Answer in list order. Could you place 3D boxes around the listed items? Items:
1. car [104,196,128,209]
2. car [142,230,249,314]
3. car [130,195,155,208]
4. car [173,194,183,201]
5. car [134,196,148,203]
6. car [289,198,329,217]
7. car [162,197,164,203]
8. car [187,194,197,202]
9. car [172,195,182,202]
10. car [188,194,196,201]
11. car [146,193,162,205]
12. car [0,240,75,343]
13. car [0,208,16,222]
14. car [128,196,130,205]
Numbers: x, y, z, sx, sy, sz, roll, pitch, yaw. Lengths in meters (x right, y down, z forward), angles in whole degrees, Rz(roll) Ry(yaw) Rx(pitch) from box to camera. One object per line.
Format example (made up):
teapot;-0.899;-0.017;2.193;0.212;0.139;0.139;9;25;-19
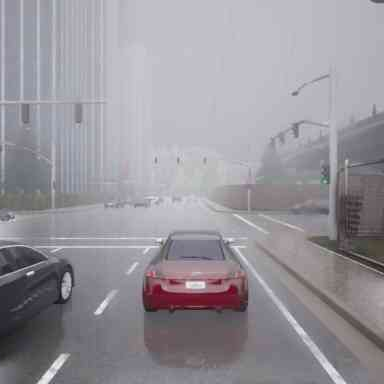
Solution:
car;-10.603;1.491;45.382;2.128;1.511;4.902;0;0;0
car;0.070;1.564;7.708;1.994;1.385;4.181;0;0;0
car;-7.100;1.547;48.008;2.033;1.411;5.357;0;0;0
car;-3.521;1.386;84.722;2.128;1.511;4.902;0;0;0
car;-10.517;1.539;69.348;2.033;1.411;5.357;0;0;0
car;11.705;1.408;31.834;4.553;1.767;2.097;0;0;0
car;-7.017;1.499;70.215;1.837;1.490;4.892;0;0;0
car;-0.018;1.518;74.614;1.812;1.442;4.674;0;0;0
car;-3.518;1.495;74.298;1.837;1.490;4.892;0;0;0
car;-0.021;1.360;84.723;1.837;1.490;4.892;0;0;0
car;-7.088;1.222;58.265;2.150;2.045;5.566;0;0;1
car;-3.443;1.505;5.251;1.837;1.490;4.892;0;0;0
car;-15.699;1.537;24.567;4.902;1.511;2.128;-1;0;0
car;-10.596;1.505;55.188;1.837;1.490;4.892;0;0;0
